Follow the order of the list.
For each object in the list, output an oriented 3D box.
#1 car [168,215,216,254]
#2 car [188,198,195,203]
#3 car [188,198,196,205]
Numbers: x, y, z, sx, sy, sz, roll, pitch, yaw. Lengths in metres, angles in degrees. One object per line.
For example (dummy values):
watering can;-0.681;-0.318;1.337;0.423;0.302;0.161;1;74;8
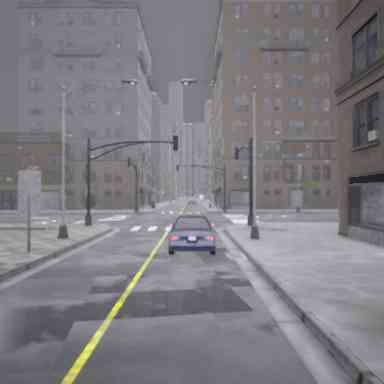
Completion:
car;0.002;1.677;13.988;2.033;1.411;5.357;0;0;0
car;-0.107;2.318;90.571;1.895;1.301;4.718;0;-1;0
car;-0.071;2.364;79.315;1.895;1.301;4.718;0;-1;0
